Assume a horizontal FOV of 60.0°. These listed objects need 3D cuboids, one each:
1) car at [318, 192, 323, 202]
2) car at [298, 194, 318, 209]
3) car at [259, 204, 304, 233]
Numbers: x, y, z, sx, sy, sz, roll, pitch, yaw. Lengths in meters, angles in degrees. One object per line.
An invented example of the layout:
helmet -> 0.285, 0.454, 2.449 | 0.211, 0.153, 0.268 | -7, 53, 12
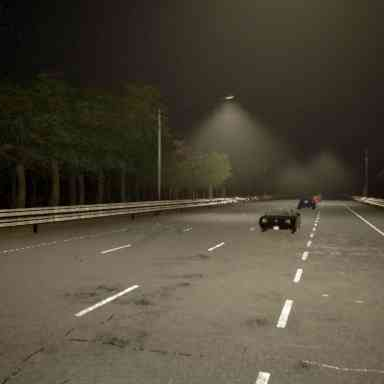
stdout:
car -> 30.934, 1.472, 82.844 | 2.097, 1.767, 4.553 | 0, 0, 22
car -> 15.642, 1.370, 45.135 | 2.097, 1.767, 4.553 | 0, 0, 22
car -> 5.337, 1.603, 19.725 | 1.895, 1.301, 4.718 | 0, 0, 22
